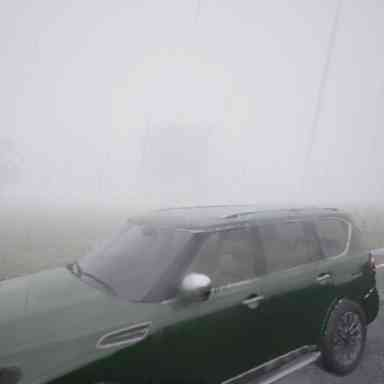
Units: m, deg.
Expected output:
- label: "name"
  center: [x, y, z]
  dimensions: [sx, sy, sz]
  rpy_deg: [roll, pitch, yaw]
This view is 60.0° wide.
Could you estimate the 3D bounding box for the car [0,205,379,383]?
- label: "car"
  center: [0.063, 1.219, 4.037]
  dimensions: [5.566, 2.045, 2.150]
  rpy_deg: [0, 0, -35]
